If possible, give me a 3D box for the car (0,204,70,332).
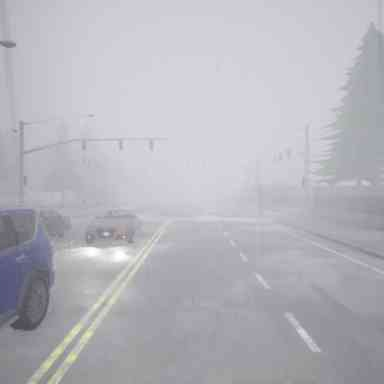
[{"bbox_3d":[-3.596,1.212,3.943,2.150,2.045,5.566,0,0,0],"label":"car"}]

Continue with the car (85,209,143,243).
[{"bbox_3d":[-3.499,1.515,15.541,1.994,1.385,4.181,0,0,0],"label":"car"}]

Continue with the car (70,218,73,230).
[{"bbox_3d":[-7.007,1.502,14.643,2.033,1.411,5.357,0,0,1],"label":"car"}]
